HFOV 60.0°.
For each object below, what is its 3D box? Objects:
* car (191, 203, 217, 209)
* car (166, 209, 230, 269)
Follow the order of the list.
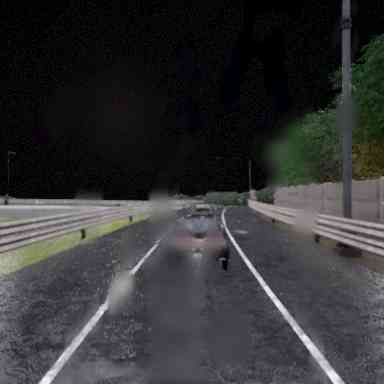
[{"bbox_3d":[0.977,1.663,27.371,1.837,1.490,4.892,0,0,4],"label":"car"},{"bbox_3d":[0.222,1.559,11.430,2.128,1.511,4.902,0,0,1],"label":"car"}]
